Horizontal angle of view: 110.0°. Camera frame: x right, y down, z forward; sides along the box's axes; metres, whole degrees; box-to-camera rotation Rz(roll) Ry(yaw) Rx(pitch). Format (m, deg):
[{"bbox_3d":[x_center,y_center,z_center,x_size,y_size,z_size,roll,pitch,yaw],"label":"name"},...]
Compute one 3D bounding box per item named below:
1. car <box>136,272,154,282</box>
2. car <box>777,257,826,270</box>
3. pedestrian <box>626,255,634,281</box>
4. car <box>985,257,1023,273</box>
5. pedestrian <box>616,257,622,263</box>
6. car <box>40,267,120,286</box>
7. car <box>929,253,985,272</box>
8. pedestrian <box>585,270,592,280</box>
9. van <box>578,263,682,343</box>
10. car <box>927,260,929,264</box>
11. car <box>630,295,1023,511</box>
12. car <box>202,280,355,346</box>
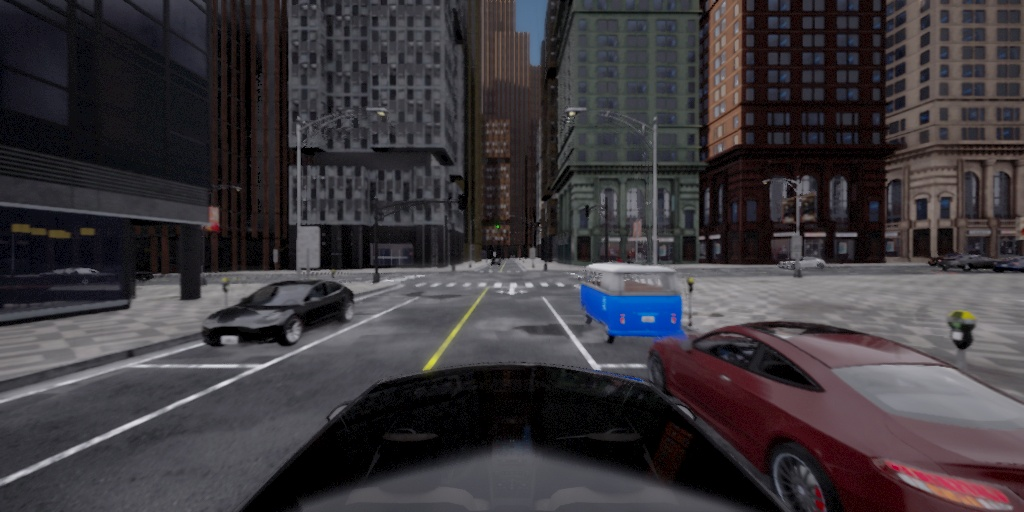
[{"bbox_3d":[-36.392,1.813,33.315,4.718,1.301,1.895,-1,0,0],"label":"car"},{"bbox_3d":[32.313,0.787,40.030,4.674,1.442,1.812,-1,0,0],"label":"car"},{"bbox_3d":[7.627,0.842,23.419,0.375,1.860,0.375,0,0,0],"label":"pedestrian"},{"bbox_3d":[43.451,0.739,30.162,4.181,1.385,1.994,-1,0,0],"label":"car"},{"bbox_3d":[6.757,0.875,22.819,0.375,1.860,0.375,0,0,0],"label":"pedestrian"},{"bbox_3d":[-36.300,1.707,30.062,5.008,1.535,1.882,-1,0,0],"label":"car"},{"bbox_3d":[42.853,0.656,33.423,4.902,1.511,2.128,-1,0,1],"label":"car"},{"bbox_3d":[5.199,1.161,24.020,0.375,1.300,0.375,0,0,0],"label":"pedestrian"},{"bbox_3d":[2.858,1.088,9.381,1.690,1.789,3.998,0,0,0],"label":"van"},{"bbox_3d":[49.186,0.407,39.955,4.181,1.385,1.994,-1,0,0],"label":"car"},{"bbox_3d":[2.857,1.331,3.731,1.802,1.307,4.207,0,0,0],"label":"car"},{"bbox_3d":[-5.667,1.314,9.381,1.948,1.339,4.313,0,0,0],"label":"car"}]
